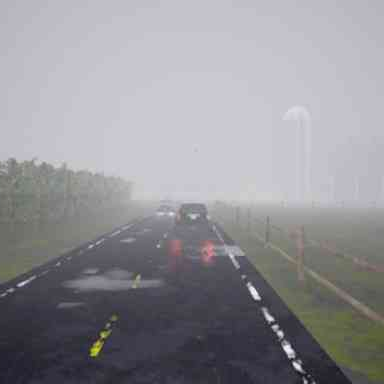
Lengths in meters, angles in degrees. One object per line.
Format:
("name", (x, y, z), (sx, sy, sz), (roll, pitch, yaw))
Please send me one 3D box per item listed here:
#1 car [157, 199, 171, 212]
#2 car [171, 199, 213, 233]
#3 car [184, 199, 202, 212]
("car", (-2.871, 1.510, 38.168), (2.033, 1.411, 5.357), (0, 0, 0))
("car", (0.083, 1.329, 19.412), (2.097, 1.767, 4.553), (0, 0, 0))
("car", (0.065, 1.562, 38.649), (1.895, 1.301, 4.718), (0, 0, -1))
